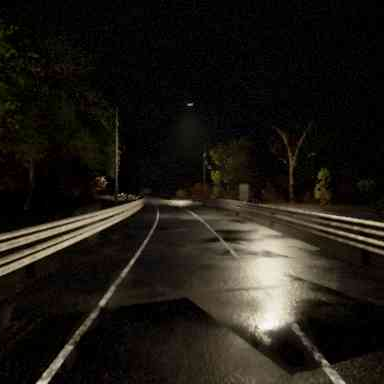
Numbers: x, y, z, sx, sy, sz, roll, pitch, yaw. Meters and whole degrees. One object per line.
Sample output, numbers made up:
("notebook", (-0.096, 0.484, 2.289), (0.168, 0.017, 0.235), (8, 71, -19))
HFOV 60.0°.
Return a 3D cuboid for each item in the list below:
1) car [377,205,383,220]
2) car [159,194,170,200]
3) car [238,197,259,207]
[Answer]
("car", (18.764, 1.472, 28.410), (2.150, 2.045, 5.566), (0, 0, -23))
("car", (-7.459, 1.420, 90.494), (1.837, 1.490, 4.892), (0, 0, -23))
("car", (8.660, 1.632, 52.330), (1.837, 1.490, 4.892), (0, 0, -23))
